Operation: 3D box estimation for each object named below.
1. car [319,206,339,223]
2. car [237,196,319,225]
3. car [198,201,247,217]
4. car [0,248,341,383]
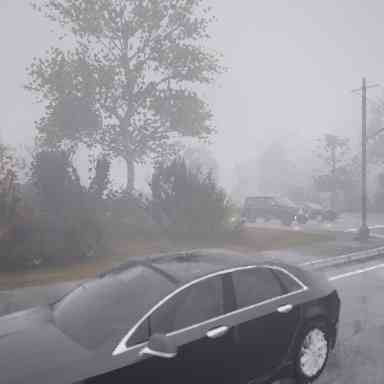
[{"bbox_3d":[9.270,1.566,26.866,1.882,1.535,5.008,0,-1,-39],"label":"car"},{"bbox_3d":[6.235,1.316,25.123,2.150,2.045,5.566,0,-1,-37],"label":"car"},{"bbox_3d":[3.083,1.705,34.178,1.882,1.535,5.008,0,-1,-43],"label":"car"},{"bbox_3d":[-0.226,1.505,3.830,4.892,1.490,1.837,0,0,-36],"label":"car"}]
